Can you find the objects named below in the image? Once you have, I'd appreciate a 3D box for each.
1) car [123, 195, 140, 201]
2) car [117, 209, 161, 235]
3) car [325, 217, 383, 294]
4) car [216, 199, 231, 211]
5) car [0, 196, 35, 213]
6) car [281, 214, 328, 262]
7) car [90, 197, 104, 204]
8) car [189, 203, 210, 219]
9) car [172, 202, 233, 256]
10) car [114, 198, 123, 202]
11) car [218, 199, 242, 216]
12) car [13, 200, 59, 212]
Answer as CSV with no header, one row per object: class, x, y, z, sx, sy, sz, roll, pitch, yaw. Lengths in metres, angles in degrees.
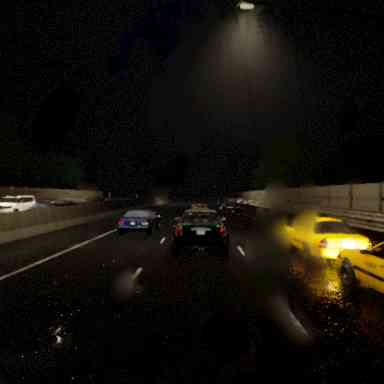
car,-12.560,1.659,71.555,2.150,2.045,5.566,0,-1,1
car,-3.021,1.703,19.771,2.033,1.411,5.357,0,0,1
car,4.663,1.548,6.674,1.801,1.575,5.366,0,-1,1
car,4.475,1.838,48.488,1.837,1.490,4.892,0,0,1
car,-16.975,1.370,31.827,2.150,2.045,5.566,0,0,1
car,4.786,1.601,12.673,1.801,1.575,5.366,0,0,1
car,-19.613,1.881,69.086,1.837,1.490,4.892,0,-1,1
car,0.755,1.847,33.170,1.895,1.301,4.718,0,0,1
car,0.361,1.484,13.961,2.097,1.767,4.553,0,0,1
car,-16.006,1.941,74.295,2.033,1.411,5.357,0,-1,1
car,4.256,1.767,36.215,2.128,1.511,4.902,0,0,2
car,-13.511,1.706,30.085,2.033,1.411,5.357,0,0,1
